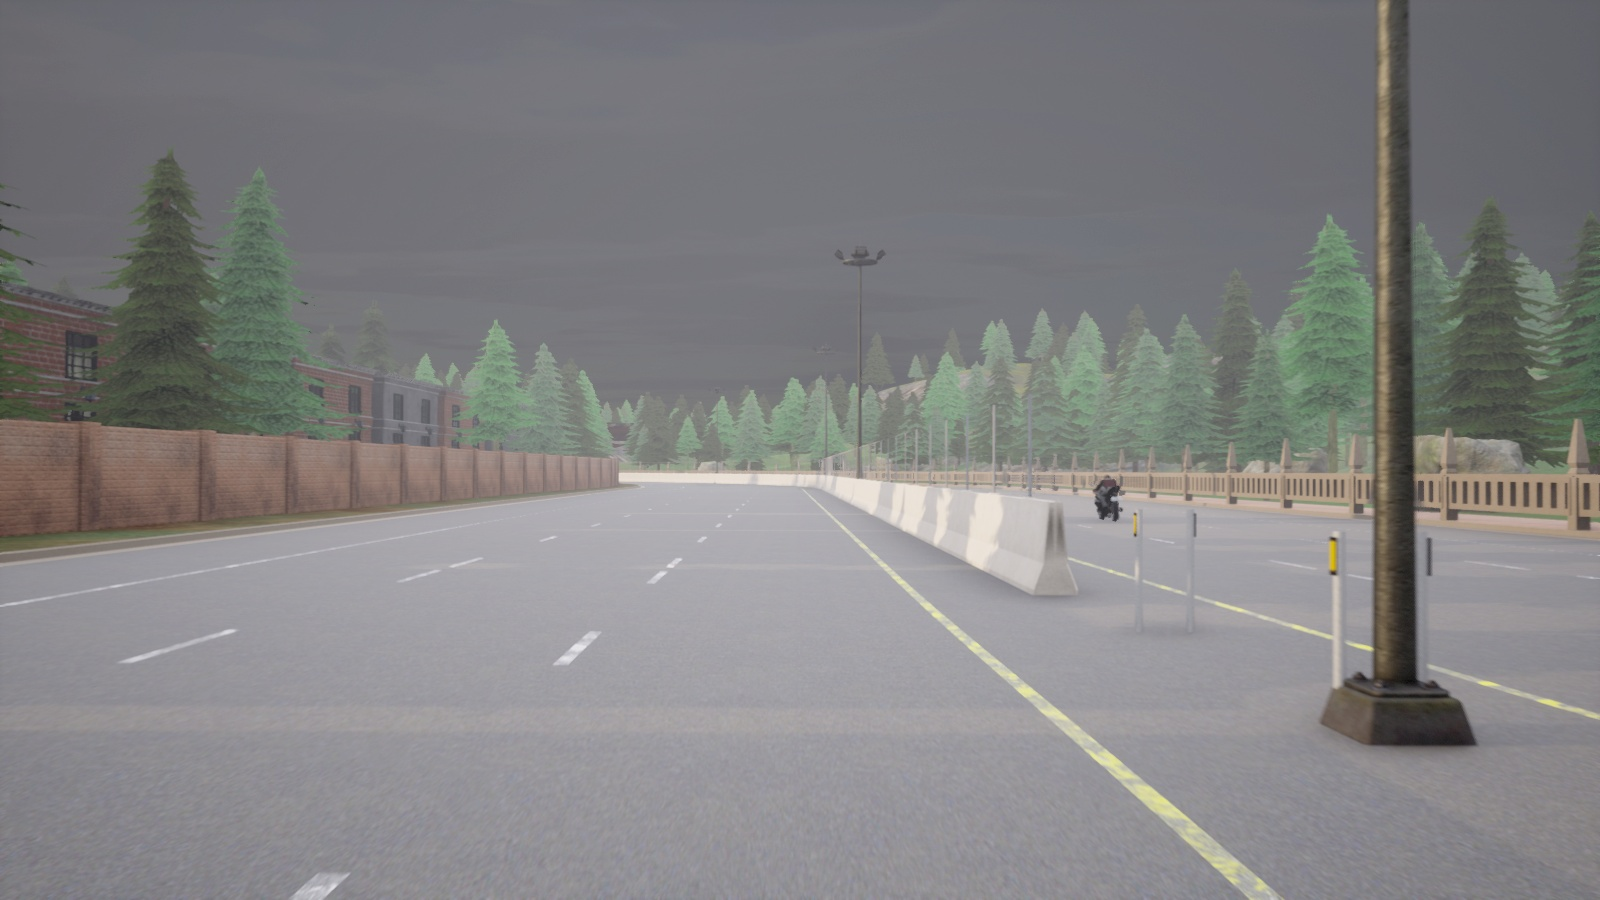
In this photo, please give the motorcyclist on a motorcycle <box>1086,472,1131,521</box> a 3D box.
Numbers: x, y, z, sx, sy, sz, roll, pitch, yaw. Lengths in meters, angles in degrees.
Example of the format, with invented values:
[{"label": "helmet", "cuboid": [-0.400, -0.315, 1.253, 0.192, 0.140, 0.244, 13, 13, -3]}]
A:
[{"label": "motorcyclist on a motorcycle", "cuboid": [9.884, 1.479, 40.344, 0.866, 1.530, 2.191, 0, -1, -1]}]
